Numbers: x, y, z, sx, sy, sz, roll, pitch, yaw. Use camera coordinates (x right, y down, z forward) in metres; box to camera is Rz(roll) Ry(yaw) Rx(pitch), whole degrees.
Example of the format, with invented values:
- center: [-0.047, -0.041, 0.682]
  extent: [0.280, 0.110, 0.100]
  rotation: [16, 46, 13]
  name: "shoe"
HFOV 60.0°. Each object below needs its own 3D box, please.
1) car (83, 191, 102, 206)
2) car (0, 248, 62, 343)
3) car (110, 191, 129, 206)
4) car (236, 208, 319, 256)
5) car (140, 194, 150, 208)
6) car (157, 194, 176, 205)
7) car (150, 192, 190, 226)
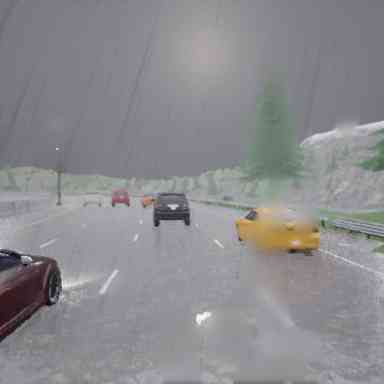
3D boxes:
- center: [-13.459, 0.823, 44.929]
  extent: [2.150, 2.045, 5.566]
  rotation: [0, 0, -17]
  name: "car"
- center: [-3.595, 1.520, 5.138]
  extent: [1.994, 1.385, 4.181]
  rotation: [0, 1, -2]
  name: "car"
- center: [-9.758, 0.819, 44.796]
  extent: [2.150, 2.045, 5.566]
  rotation: [0, 0, -17]
  name: "car"
- center: [2.984, 1.356, 12.585]
  extent: [1.882, 1.535, 5.008]
  rotation: [0, 1, -5]
  name: "car"
- center: [-5.132, 0.982, 40.599]
  extent: [2.097, 1.767, 4.553]
  rotation: [0, 1, -14]
  name: "car"
- center: [-3.791, 1.079, 48.829]
  extent: [1.812, 1.442, 4.674]
  rotation: [0, 0, -17]
  name: "car"
- center: [-1.458, 1.021, 21.872]
  extent: [2.150, 2.045, 5.566]
  rotation: [0, 1, -8]
  name: "car"
